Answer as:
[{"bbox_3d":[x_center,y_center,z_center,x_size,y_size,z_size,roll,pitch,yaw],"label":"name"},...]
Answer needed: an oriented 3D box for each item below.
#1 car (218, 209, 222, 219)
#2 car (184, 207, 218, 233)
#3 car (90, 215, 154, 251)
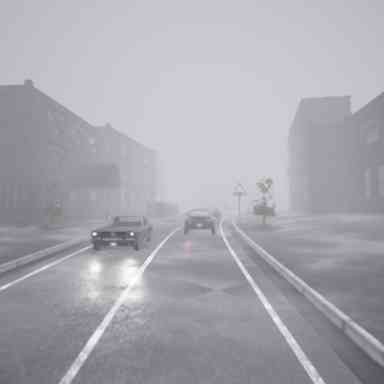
[{"bbox_3d":[2.419,2.425,38.892,1.994,1.385,4.181,-1,-2,8],"label":"car"},{"bbox_3d":[0.550,1.778,21.116,1.812,1.442,4.674,0,-1,3],"label":"car"},{"bbox_3d":[-2.934,1.721,14.810,1.895,1.301,4.718,0,-1,2],"label":"car"}]
